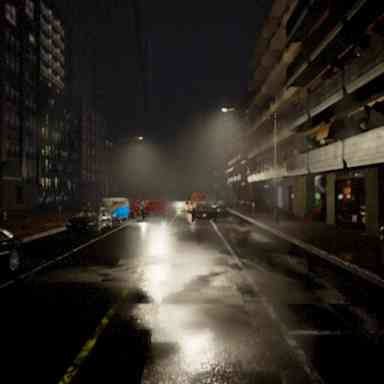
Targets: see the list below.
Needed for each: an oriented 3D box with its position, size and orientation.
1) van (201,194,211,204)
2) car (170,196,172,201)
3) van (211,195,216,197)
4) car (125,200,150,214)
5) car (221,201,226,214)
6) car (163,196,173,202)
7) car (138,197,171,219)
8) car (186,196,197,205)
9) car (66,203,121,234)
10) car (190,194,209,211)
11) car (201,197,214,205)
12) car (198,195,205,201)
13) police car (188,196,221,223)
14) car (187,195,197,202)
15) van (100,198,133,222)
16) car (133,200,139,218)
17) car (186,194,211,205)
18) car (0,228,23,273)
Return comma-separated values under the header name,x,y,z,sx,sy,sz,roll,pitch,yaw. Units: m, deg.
name,x,y,z,sx,sy,sz,roll,pitch,yaw
van,2.632,1.356,63.145,1.690,1.788,3.998,0,0,0
car,-5.754,1.460,68.662,1.967,1.590,4.097,0,0,0
van,2.646,1.342,46.577,1.690,1.788,3.998,0,0,0
car,-5.724,1.563,35.524,1.947,1.339,4.313,0,0,0
car,2.657,1.547,35.531,2.008,1.369,4.403,0,0,0
car,-5.763,1.597,79.707,1.947,1.339,4.313,0,0,0
car,-3.124,1.473,28.858,1.882,1.535,5.008,0,0,0
car,-0.052,1.515,58.540,1.837,1.490,4.892,0,0,0
car,-5.710,1.547,18.956,2.008,1.369,4.403,0,0,0
car,0.863,1.224,41.890,2.150,2.045,5.566,0,0,0
car,2.637,1.554,57.622,1.887,1.381,4.507,0,0,0
car,2.608,1.611,90.760,1.947,1.339,4.313,0,0,0
police car,0.877,1.421,25.969,1.930,1.638,5.238,0,0,0
car,-0.061,1.454,71.448,2.033,1.411,5.357,0,0,0
van,-5.715,1.337,24.478,1.690,1.788,3.998,0,0,0
car,-5.719,1.540,30.001,1.887,1.381,4.507,0,0,0
car,0.625,1.343,35.824,2.097,1.767,4.553,0,0,0
car,-5.700,1.549,7.910,2.008,1.369,4.403,0,0,0
